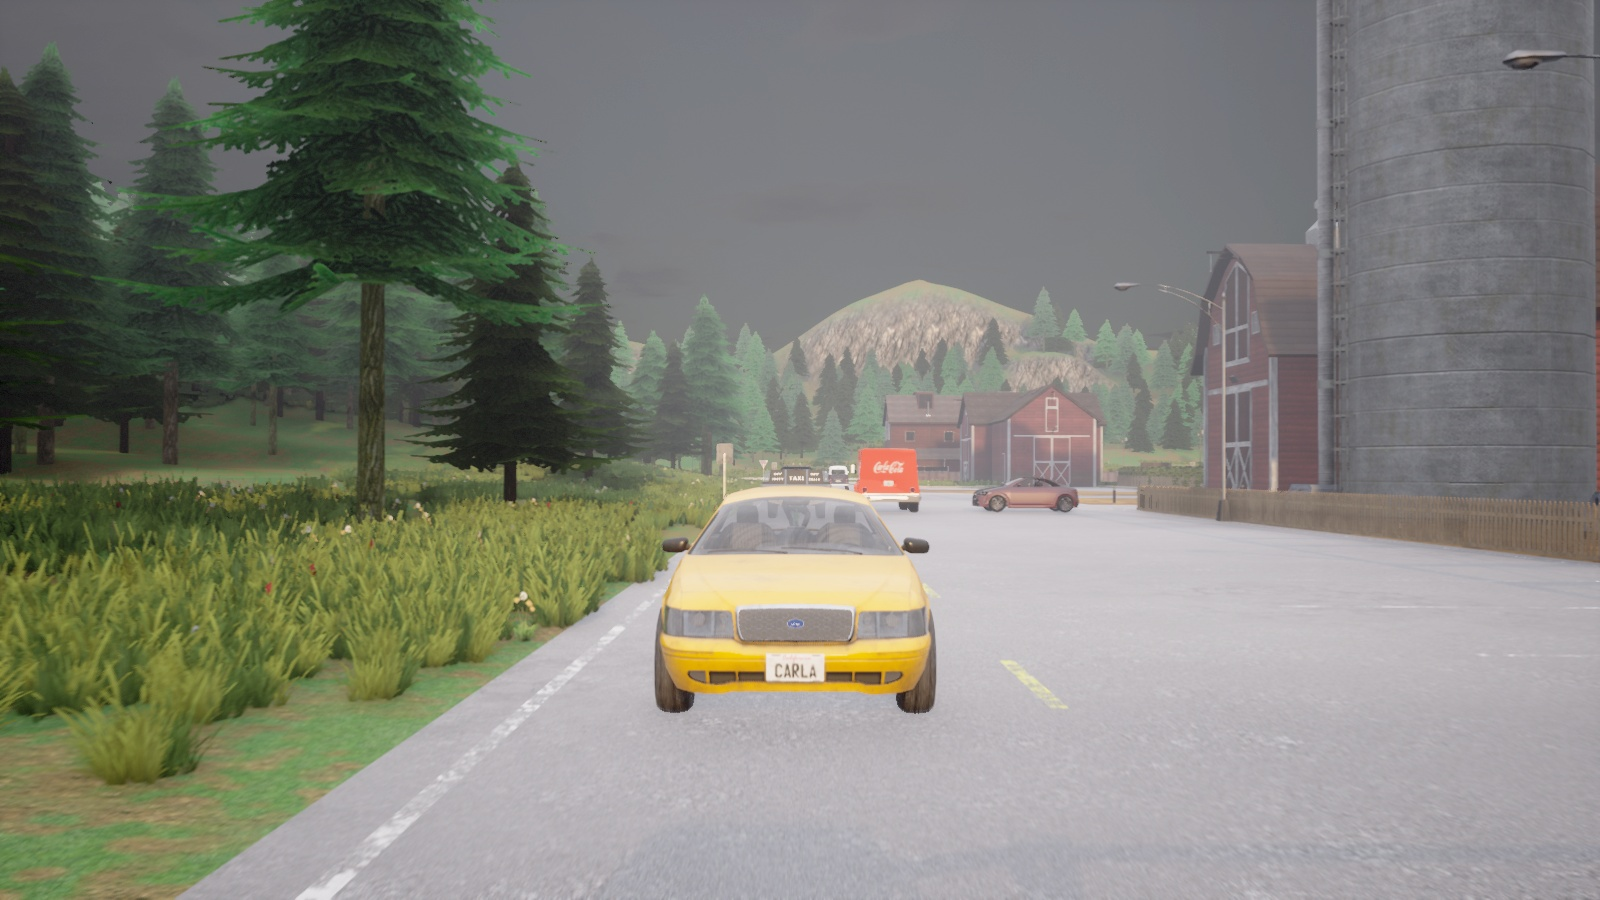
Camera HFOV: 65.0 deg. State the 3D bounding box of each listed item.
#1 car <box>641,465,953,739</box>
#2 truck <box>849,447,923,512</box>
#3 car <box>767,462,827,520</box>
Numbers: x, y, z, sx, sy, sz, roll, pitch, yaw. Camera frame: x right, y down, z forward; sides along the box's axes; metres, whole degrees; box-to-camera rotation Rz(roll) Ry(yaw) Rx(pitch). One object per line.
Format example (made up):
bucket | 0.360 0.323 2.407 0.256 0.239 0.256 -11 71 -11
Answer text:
car | -0.025 0.924 9.955 1.801 1.575 5.366 0 -1 0
truck | 3.375 1.174 50.422 2.627 2.467 5.204 0 -1 0
car | -0.105 1.359 42.678 1.932 1.855 4.605 0 -1 0
